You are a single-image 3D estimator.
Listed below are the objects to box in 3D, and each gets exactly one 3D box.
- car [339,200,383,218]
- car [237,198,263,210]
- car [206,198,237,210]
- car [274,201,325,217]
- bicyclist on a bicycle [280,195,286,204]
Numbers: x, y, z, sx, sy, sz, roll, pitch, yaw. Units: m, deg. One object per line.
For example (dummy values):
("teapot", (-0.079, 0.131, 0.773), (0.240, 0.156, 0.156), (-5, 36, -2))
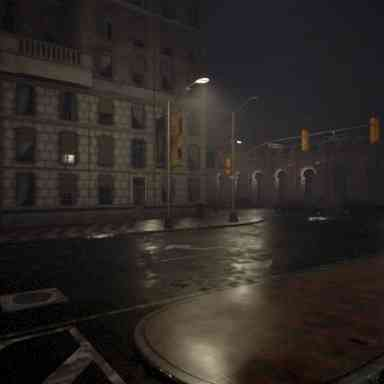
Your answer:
("car", (16.197, 1.505, 30.851), (1.837, 1.490, 4.892), (0, 0, -36))
("car", (7.144, 1.526, 43.386), (1.812, 1.442, 4.674), (0, 0, -36))
("car", (2.984, 1.491, 43.170), (2.128, 1.511, 4.902), (0, 0, -36))
("car", (10.247, 1.548, 32.206), (2.033, 1.411, 5.357), (0, 0, -25))
("bicyclist on a bicycle", (15.528, 1.301, 56.489), (1.656, 1.620, 0.582), (0, 0, -36))
